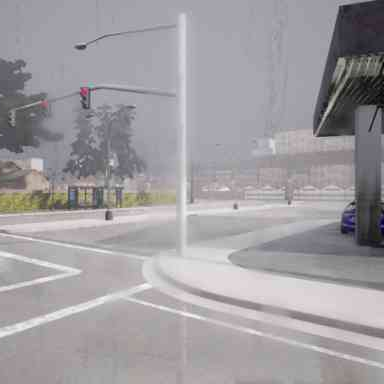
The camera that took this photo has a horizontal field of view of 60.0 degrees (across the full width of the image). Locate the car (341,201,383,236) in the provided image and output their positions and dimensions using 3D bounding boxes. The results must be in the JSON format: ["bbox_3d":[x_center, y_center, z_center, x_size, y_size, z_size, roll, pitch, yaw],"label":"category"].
[{"bbox_3d":[9.458,1.295,17.721,2.242,1.667,4.611,0,0,37],"label":"car"}]
